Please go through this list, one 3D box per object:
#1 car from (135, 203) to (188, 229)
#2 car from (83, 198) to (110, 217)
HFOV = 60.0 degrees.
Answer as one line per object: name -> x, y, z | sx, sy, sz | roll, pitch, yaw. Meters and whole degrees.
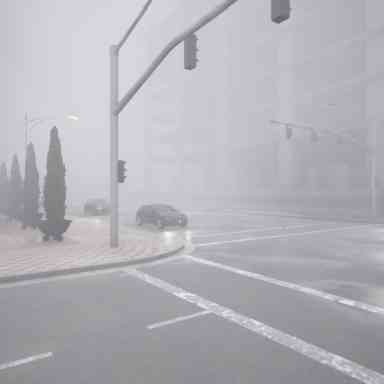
car -> -2.132, 1.560, 22.296 | 1.837, 1.490, 4.892 | 0, 0, -35
car -> -8.817, 1.408, 31.862 | 2.097, 1.767, 4.553 | 0, 0, -35
